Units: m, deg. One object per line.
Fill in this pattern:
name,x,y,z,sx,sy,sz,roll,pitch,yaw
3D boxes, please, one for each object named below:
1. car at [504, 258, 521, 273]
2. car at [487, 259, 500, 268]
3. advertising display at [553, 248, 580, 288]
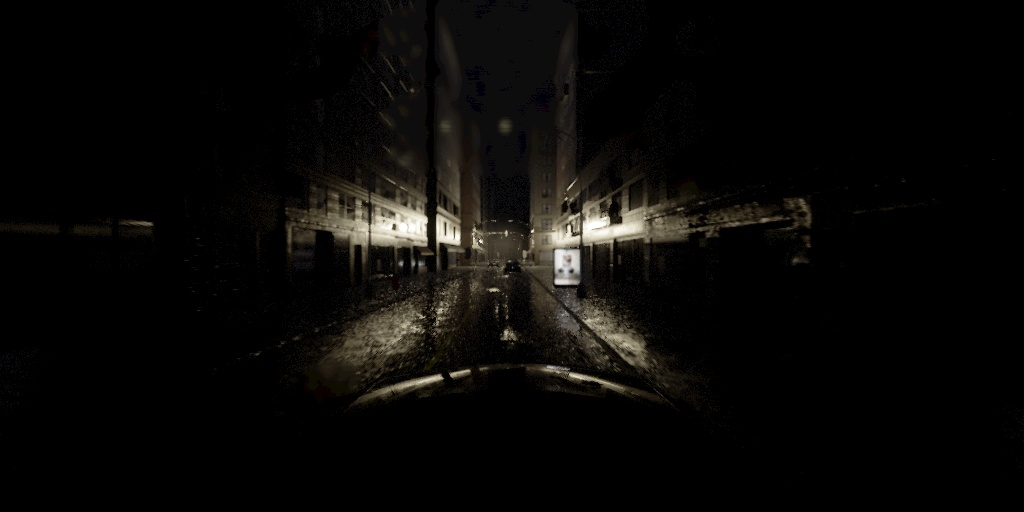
car,0.082,1.273,42.527,1.994,1.385,4.181,0,0,0
car,-3.003,1.245,58.889,1.837,1.490,4.892,0,0,0
advertising display,3.134,0.761,20.658,1.540,2.440,0.280,0,0,0
